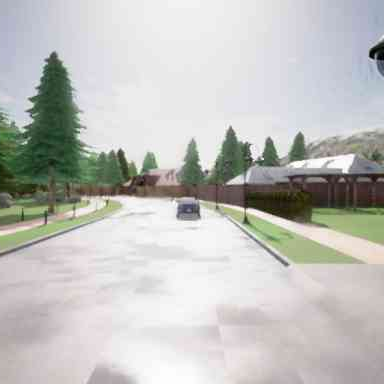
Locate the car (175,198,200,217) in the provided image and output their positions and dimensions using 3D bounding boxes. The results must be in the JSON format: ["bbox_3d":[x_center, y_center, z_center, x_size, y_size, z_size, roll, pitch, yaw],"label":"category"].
[{"bbox_3d":[-0.357,1.171,26.938,1.812,1.442,4.674,0,1,-3],"label":"car"}]
